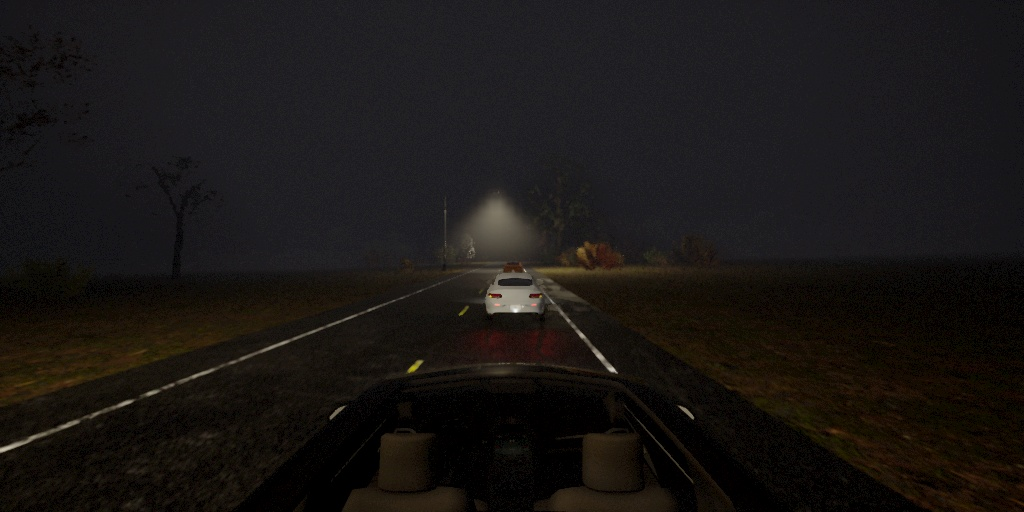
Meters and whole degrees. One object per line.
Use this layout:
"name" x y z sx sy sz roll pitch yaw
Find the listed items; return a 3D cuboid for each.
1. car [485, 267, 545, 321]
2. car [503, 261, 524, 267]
"car" 0.103 1.277 12.355 1.812 1.442 4.674 0 0 0
"car" 0.110 1.234 34.977 1.882 1.535 5.008 0 0 0
